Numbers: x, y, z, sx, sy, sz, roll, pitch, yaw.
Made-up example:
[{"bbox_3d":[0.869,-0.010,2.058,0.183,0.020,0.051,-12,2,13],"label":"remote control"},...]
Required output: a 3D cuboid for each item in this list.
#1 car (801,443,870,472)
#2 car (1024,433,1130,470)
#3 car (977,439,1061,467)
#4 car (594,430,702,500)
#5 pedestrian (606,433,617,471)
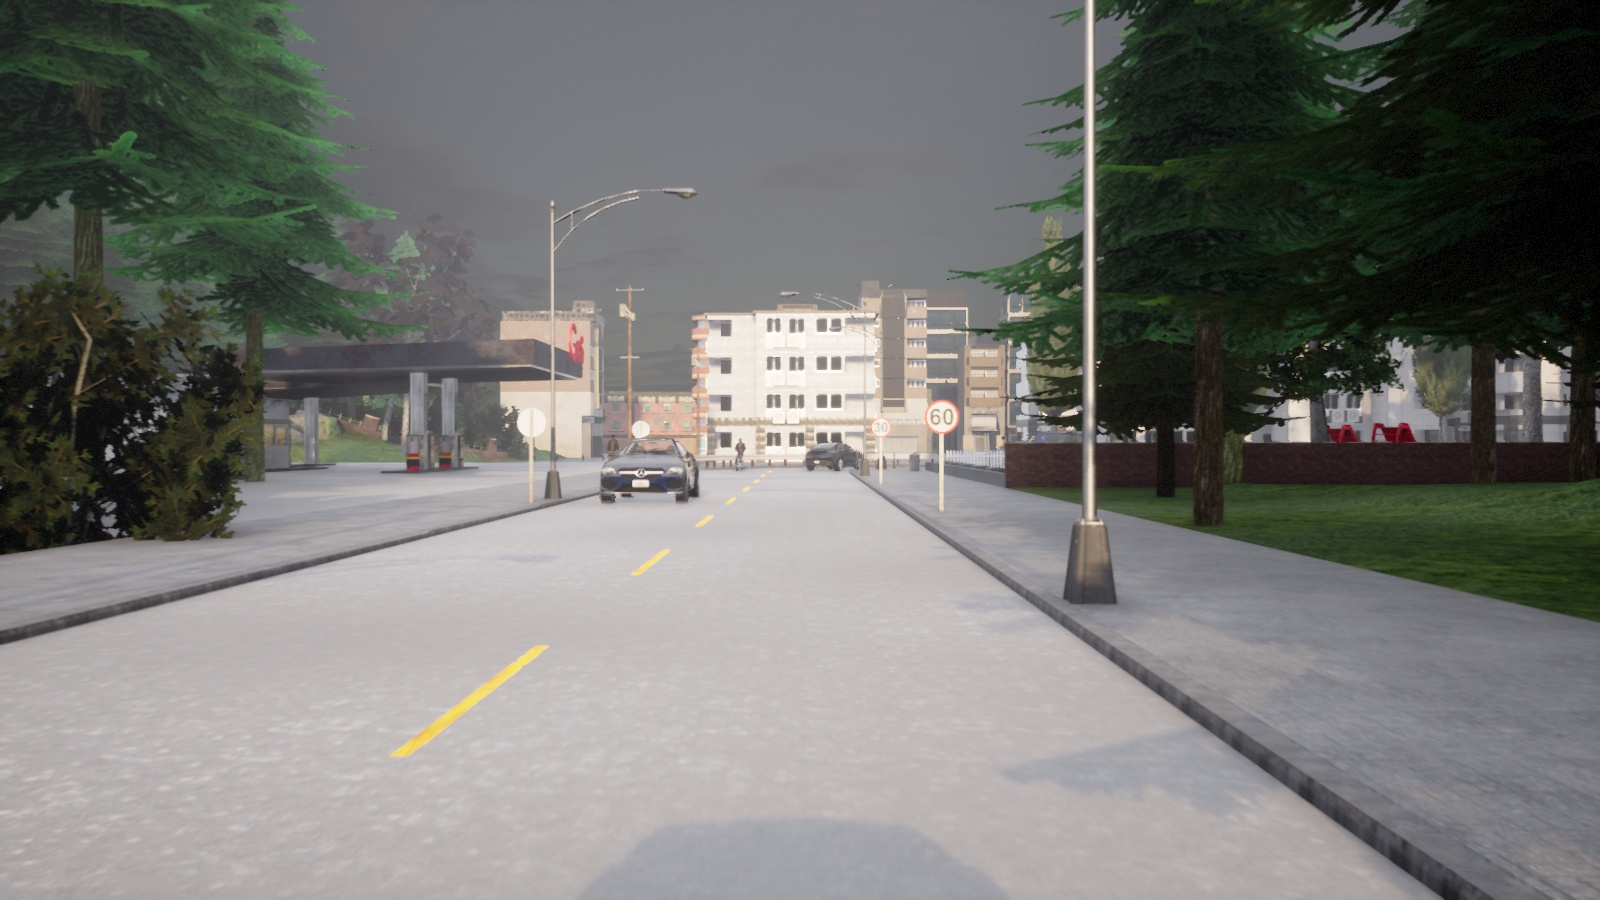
[{"bbox_3d":[1.969,0.374,67.449,1.837,1.490,4.892,-1,0,26],"label":"car"},{"bbox_3d":[15.641,0.077,71.130,5.566,2.045,2.150,0,0,1],"label":"car"},{"bbox_3d":[13.060,0.178,75.105,4.611,1.667,2.242,0,0,0],"label":"car"},{"bbox_3d":[-3.817,0.339,32.418,2.152,1.651,5.027,0,0,0],"label":"car"},{"bbox_3d":[-9.329,0.098,62.260,0.431,1.840,0.703,0,0,0],"label":"pedestrian"}]
